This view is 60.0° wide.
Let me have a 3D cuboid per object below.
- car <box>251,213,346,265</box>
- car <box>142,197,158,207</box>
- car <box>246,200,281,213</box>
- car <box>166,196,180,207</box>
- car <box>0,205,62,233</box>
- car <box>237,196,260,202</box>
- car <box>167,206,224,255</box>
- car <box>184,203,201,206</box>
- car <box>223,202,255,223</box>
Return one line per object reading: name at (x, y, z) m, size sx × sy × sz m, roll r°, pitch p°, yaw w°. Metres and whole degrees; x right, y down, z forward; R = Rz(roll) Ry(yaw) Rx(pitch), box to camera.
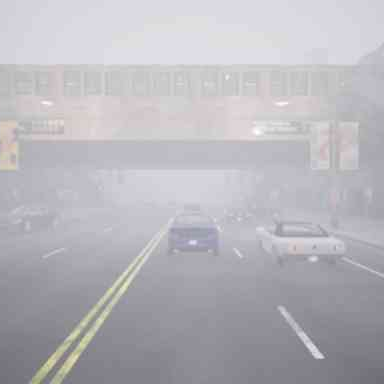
car at (3.541, 1.664, 11.862) m, size 1.895 × 1.301 × 4.718 m, roll 0°, pitch 0°, yaw 1°
car at (-6.924, 1.846, 56.968) m, size 2.033 × 1.411 × 5.357 m, roll 0°, pitch 0°, yaw 1°
car at (6.726, 1.762, 31.814) m, size 1.895 × 1.301 × 4.718 m, roll 0°, pitch 0°, yaw 0°
car at (-3.426, 1.847, 57.070) m, size 2.033 × 1.411 × 5.357 m, roll 0°, pitch 0°, yaw 1°
car at (-10.005, 1.590, 20.586) m, size 2.231 × 1.521 × 4.892 m, roll 0°, pitch 0°, yaw 10°
car at (6.680, 1.434, 39.212) m, size 2.435 × 2.045 × 5.566 m, roll 0°, pitch 0°, yaw 0°
car at (0.055, 1.550, 13.639) m, size 1.882 × 1.535 × 5.008 m, roll 0°, pitch 0°, yaw 0°
car at (0.084, 1.651, 27.506) m, size 1.837 × 1.490 × 4.892 m, roll 0°, pitch 0°, yaw 1°
car at (3.572, 1.742, 26.867) m, size 1.895 × 1.301 × 4.718 m, roll 0°, pitch 0°, yaw 1°
